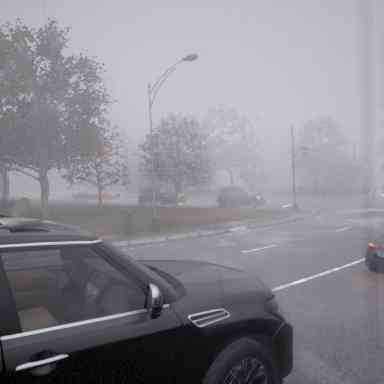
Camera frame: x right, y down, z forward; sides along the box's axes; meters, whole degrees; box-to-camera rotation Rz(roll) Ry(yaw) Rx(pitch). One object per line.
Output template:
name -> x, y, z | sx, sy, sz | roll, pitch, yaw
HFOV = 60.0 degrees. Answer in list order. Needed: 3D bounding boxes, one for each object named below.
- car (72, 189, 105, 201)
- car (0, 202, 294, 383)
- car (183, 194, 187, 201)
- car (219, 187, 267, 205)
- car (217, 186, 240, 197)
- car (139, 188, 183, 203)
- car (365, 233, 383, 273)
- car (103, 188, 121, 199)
car -> -15.962, 0.566, 50.331 | 4.718, 1.301, 1.895 | 2, 4, 33
car -> -1.577, 1.220, 2.770 | 5.566, 2.045, 2.150 | 0, 0, -35
car -> -2.920, 0.446, 46.136 | 4.553, 1.767, 2.097 | 1, 3, 33
car -> 5.796, 0.642, 36.423 | 4.553, 1.767, 2.097 | -1, 3, 33
car -> 5.737, 0.355, 40.601 | 5.566, 2.045, 2.150 | 0, 3, 33
car -> -4.368, 0.497, 42.903 | 5.566, 2.045, 2.150 | 0, 3, 33
car -> 6.562, 1.452, 9.316 | 4.181, 1.385, 1.994 | -2, 1, -42
car -> -13.385, 0.171, 52.820 | 4.553, 1.767, 2.097 | 2, 4, 33
